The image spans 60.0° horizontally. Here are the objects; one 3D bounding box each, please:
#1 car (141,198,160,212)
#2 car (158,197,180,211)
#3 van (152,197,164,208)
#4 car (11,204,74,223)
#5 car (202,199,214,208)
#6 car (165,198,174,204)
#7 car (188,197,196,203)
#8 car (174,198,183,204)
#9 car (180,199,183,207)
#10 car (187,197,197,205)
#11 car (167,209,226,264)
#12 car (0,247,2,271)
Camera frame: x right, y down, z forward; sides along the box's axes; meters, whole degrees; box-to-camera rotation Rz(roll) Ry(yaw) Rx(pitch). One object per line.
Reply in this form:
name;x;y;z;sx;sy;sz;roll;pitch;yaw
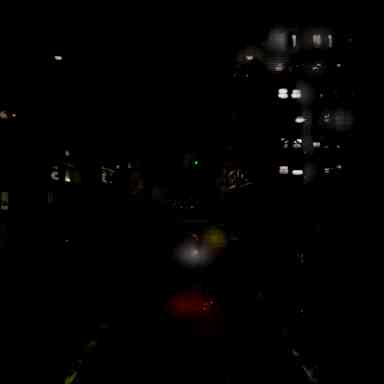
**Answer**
car;-5.762;1.870;44.722;1.887;1.381;4.507;1;0;0
car;-3.093;1.684;45.681;2.097;1.767;4.553;0;0;0
van;-5.683;1.749;56.093;1.690;1.788;3.998;1;0;0
car;-12.382;1.788;27.595;5.008;1.535;1.882;-1;-2;5
car;2.694;1.848;56.154;1.967;1.590;4.097;1;0;0
car;-5.694;2.196;84.524;1.802;1.307;4.206;1;0;0
car;-0.017;1.912;82.821;1.882;1.535;5.008;0;0;0
car;-3.016;2.130;75.959;1.895;1.301;4.718;0;0;0
car;-3.059;1.792;60.621;2.097;1.767;4.553;0;0;0
car;-0.014;1.995;72.394;1.882;1.535;5.008;0;0;0
car;0.181;1.595;12.268;1.837;1.490;4.892;0;0;2
car;-5.679;1.602;6.768;2.008;1.369;4.403;1;0;0
